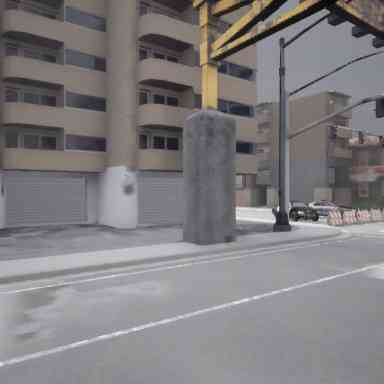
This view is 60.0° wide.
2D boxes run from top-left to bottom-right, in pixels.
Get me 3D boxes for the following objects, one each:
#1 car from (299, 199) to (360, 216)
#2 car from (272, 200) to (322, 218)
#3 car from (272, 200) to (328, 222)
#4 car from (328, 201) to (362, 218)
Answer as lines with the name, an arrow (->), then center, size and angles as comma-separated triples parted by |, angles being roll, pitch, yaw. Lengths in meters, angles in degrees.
car -> 11.757, 1.295, 28.613 | 4.536, 1.218, 1.853 | 0, 0, 34
car -> 8.215, 1.295, 26.485 | 1.853, 1.218, 4.536 | 0, 0, -11
car -> 8.225, 1.453, 26.434 | 2.038, 1.542, 4.974 | 0, 0, -11
car -> 11.800, 1.453, 28.584 | 4.974, 1.542, 2.038 | 0, 0, 34
